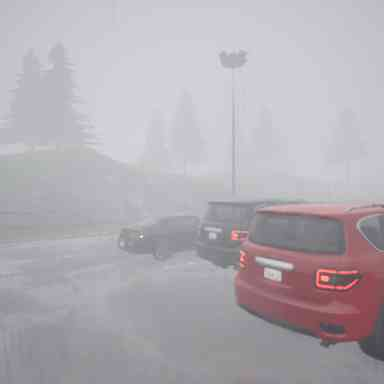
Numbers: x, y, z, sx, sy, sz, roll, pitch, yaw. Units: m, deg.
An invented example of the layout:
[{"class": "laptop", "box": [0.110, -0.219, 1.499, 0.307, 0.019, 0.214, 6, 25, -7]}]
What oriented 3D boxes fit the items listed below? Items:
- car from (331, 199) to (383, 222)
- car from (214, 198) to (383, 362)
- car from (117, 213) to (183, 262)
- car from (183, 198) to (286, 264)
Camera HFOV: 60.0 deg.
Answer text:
[{"class": "car", "box": [13.262, 1.378, 26.086, 4.902, 1.511, 2.128, 0, 0, -35]}, {"class": "car", "box": [3.283, 1.196, 6.084, 5.566, 2.045, 2.150, -1, 0, -35]}, {"class": "car", "box": [-0.379, 1.497, 12.070, 4.674, 1.442, 1.812, 0, 0, -35]}, {"class": "car", "box": [2.709, 1.187, 9.973, 5.566, 2.045, 2.150, 0, 0, -35]}]
